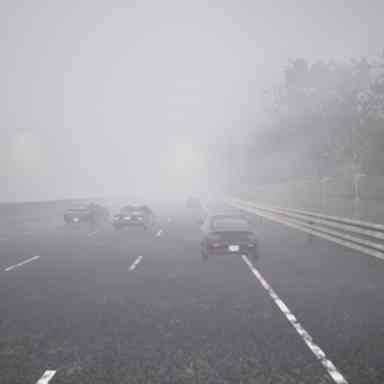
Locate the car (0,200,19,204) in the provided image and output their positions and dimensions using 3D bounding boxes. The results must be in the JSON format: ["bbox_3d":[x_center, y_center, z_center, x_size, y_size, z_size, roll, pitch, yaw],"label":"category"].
[{"bbox_3d":[-17.581,1.478,31.195,1.895,1.301,4.718,0,0,0],"label":"car"}]

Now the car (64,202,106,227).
[{"bbox_3d":[-6.887,1.403,22.186,2.128,1.511,4.902,0,0,0],"label":"car"}]

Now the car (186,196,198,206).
[{"bbox_3d":[0.032,1.330,52.089,1.812,1.442,4.674,0,0,0],"label":"car"}]

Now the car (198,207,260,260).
[{"bbox_3d":[1.232,1.476,12.087,1.812,1.442,4.674,0,0,0],"label":"car"}]

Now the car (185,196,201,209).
[{"bbox_3d":[0.101,1.387,41.448,2.033,1.411,5.357,0,0,0],"label":"car"}]

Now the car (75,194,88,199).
[{"bbox_3d":[-24.458,1.274,73.853,2.128,1.511,4.902,0,0,0],"label":"car"}]

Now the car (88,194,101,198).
[{"bbox_3d":[-20.958,1.271,74.268,1.812,1.442,4.674,0,0,0],"label":"car"}]

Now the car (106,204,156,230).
[{"bbox_3d":[-3.392,1.466,20.283,2.033,1.411,5.357,0,0,0],"label":"car"}]

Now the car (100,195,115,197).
[{"bbox_3d":[-17.459,1.287,71.625,2.033,1.411,5.357,0,0,0],"label":"car"}]
